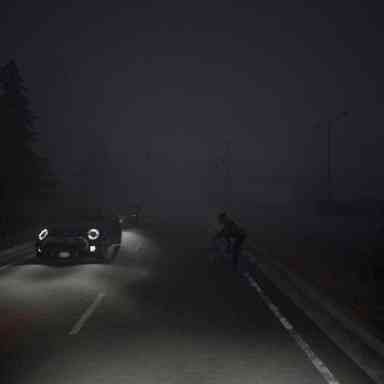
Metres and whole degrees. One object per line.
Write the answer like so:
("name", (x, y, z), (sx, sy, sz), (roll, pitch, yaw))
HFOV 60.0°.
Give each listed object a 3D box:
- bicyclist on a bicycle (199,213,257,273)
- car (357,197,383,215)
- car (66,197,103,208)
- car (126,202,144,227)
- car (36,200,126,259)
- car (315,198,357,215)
("bicyclist on a bicycle", (1.005, 1.418, 9.230), (1.656, 1.620, 0.582), (0, 0, -2))
("car", (16.223, 1.306, 31.272), (2.152, 1.636, 5.027), (0, 0, -2))
("car", (-15.176, 1.493, 47.150), (4.674, 1.442, 1.812), (0, 0, -1))
("car", (-4.392, 1.476, 22.718), (2.128, 1.511, 4.902), (0, 0, -2))
("car", (-4.011, 1.343, 12.479), (2.097, 1.767, 4.553), (0, 0, -2))
("car", (13.089, 1.316, 31.130), (2.007, 1.523, 4.514), (0, 0, -2))
